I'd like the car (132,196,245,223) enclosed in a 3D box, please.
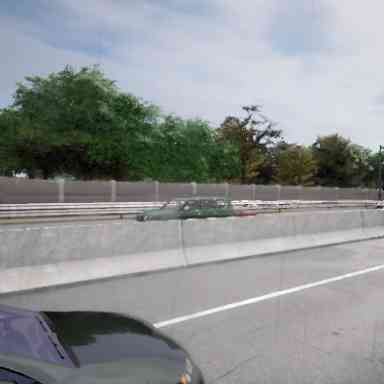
[{"bbox_3d":[-0.219,1.248,16.732,5.566,2.045,2.150,0,0,-35],"label":"car"}]

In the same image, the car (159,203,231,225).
[{"bbox_3d":[0.301,1.604,25.700,5.357,1.411,2.033,0,0,-35],"label":"car"}]

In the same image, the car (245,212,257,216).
[{"bbox_3d":[2.132,1.656,22.706,4.718,1.301,1.895,0,0,-35],"label":"car"}]

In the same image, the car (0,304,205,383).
[{"bbox_3d":[-1.898,1.564,2.392,4.181,1.385,1.994,0,0,-35],"label":"car"}]
